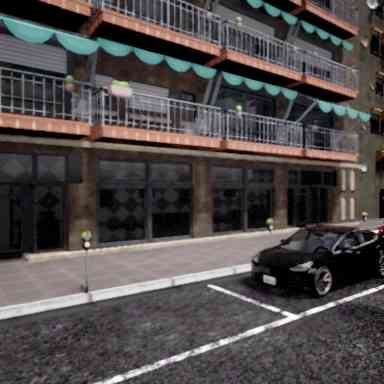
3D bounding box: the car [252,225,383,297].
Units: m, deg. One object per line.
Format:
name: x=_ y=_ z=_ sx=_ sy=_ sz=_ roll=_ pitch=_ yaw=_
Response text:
car: x=3.477 y=1.560 z=8.580 sx=4.313 sy=1.339 sz=1.947 roll=0 pitch=0 yaw=-36
